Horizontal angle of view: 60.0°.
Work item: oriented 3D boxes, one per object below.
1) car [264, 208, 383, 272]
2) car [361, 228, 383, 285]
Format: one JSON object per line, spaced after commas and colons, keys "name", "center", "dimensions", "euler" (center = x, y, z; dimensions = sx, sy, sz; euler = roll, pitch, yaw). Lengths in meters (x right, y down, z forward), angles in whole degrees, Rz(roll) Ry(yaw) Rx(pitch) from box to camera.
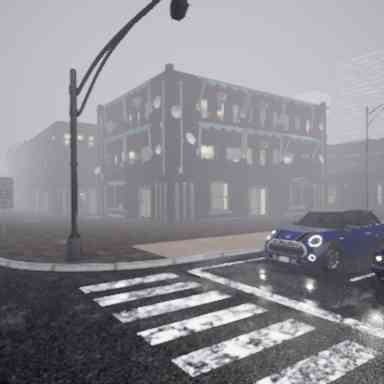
{"name": "car", "center": [4.501, 1.353, 10.914], "dimensions": [4.553, 1.767, 2.097], "euler": [0, 0, -35]}
{"name": "car", "center": [6.433, 1.602, 8.274], "dimensions": [4.718, 1.301, 1.895], "euler": [0, 0, -35]}
